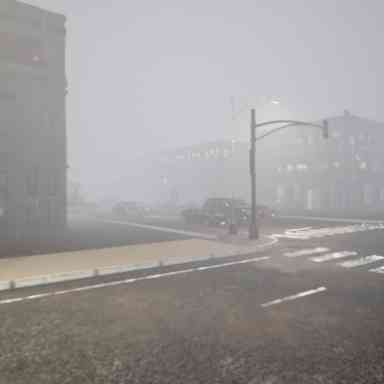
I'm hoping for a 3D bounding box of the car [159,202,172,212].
[{"bbox_3d":[-3.461,1.952,45.448,1.802,1.307,4.206,-2,0,-35],"label":"car"}]

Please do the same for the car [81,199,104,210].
[{"bbox_3d":[-16.472,2.195,53.932,1.895,1.301,4.718,-1,0,-35],"label":"car"}]

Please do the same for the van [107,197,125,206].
[{"bbox_3d":[-13.094,1.891,58.977,1.690,1.788,3.998,-2,0,-35],"label":"van"}]

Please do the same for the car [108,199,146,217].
[{"bbox_3d":[-7.083,1.837,36.077,1.967,1.590,4.097,-2,0,-35],"label":"car"}]

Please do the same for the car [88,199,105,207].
[{"bbox_3d":[-19.507,2.211,67.997,1.887,1.381,4.507,-1,0,-35],"label":"car"}]

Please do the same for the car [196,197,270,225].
[{"bbox_3d":[3.067,1.434,26.293,2.150,2.045,5.566,-1,0,-35],"label":"car"}]

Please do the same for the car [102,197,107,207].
[{"bbox_3d":[-16.304,1.924,63.487,2.192,1.841,5.009,-1,0,-35],"label":"car"}]

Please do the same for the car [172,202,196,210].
[{"bbox_3d":[-0.253,1.890,40.938,1.802,1.307,4.206,-2,0,-35],"label":"car"}]

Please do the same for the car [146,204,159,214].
[{"bbox_3d":[-6.423,1.888,39.645,2.128,1.511,4.902,-1,0,-35],"label":"car"}]

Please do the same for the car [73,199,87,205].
[{"bbox_3d":[-25.925,2.347,77.018,1.947,1.339,4.313,-1,0,-35],"label":"car"}]

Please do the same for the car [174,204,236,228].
[{"bbox_3d":[0.867,1.806,24.701,1.947,1.339,4.313,-2,0,-35],"label":"car"}]

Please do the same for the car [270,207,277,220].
[{"bbox_3d":[5.236,1.712,28.766,1.812,1.442,4.674,-1,0,-35],"label":"car"}]
